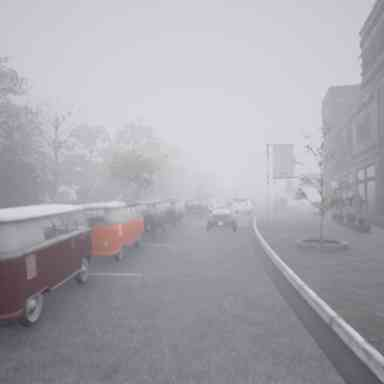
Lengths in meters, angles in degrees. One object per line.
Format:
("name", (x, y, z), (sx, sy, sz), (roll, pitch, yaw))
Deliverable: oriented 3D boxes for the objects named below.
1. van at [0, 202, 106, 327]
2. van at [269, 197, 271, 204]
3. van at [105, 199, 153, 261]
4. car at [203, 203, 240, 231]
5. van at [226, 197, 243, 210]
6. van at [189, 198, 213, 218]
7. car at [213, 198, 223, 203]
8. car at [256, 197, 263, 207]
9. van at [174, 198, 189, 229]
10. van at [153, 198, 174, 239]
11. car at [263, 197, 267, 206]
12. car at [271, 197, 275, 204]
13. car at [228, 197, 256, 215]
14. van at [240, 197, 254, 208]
("van", (-3.477, 1.301, 7.086), (1.878, 1.987, 4.442), (-2, 0, 1))
("van", (17.477, 2.314, 81.686), (1.878, 1.987, 4.442), (-1, -1, 24))
("van", (-3.059, 1.352, 12.665), (1.878, 1.987, 4.442), (-2, 0, 6))
("car", (2.047, 1.716, 22.022), (1.812, 1.442, 4.674), (0, 0, 9))
("van", (7.235, 1.957, 55.994), (1.878, 1.987, 4.442), (-1, 0, 20))
("van", (0.581, 1.641, 34.704), (1.878, 1.987, 4.442), (-2, 0, 12))
("car", (1.975, 1.700, 40.027), (2.435, 2.045, 5.566), (-2, 0, 13))
("car", (13.272, 2.414, 71.307), (2.163, 1.488, 4.792), (-1, 0, 20))
("van", (-1.661, 1.481, 23.747), (1.878, 1.987, 4.442), (-2, 0, 7))
("van", (-2.450, 1.412, 18.223), (1.878, 1.987, 4.442), (-2, 0, 6))
("car", (15.340, 2.450, 76.415), (2.231, 1.521, 4.892), (-1, 0, 20))
("car", (21.592, 2.709, 91.852), (2.002, 1.452, 4.674), (-1, -1, 22))
("car", (6.184, 1.673, 40.641), (2.150, 2.045, 5.566), (-1, -1, 16))
("van", (10.827, 2.081, 65.275), (1.878, 1.987, 4.442), (-1, 0, 20))
